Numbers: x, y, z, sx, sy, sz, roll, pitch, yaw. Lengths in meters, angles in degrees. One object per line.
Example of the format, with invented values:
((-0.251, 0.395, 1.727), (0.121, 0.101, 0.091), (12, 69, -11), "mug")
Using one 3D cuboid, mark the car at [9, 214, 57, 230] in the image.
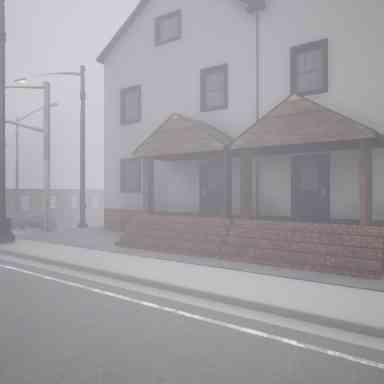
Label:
((-14.074, 2.655, 29.325), (1.994, 1.385, 4.181), (0, -9, 36), "car")
